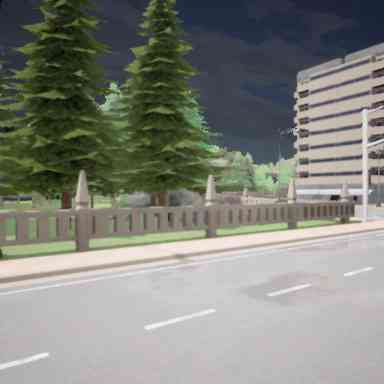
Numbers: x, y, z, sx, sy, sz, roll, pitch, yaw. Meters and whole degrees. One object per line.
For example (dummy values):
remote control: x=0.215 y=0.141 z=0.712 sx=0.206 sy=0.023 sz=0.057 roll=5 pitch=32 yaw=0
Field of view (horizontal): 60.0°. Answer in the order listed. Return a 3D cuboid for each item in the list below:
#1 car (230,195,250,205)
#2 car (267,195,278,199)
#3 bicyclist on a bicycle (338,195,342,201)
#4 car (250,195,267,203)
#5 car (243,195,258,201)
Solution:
car: x=6.532 y=1.464 z=50.883 sx=2.033 sy=1.411 sz=5.357 roll=0 pitch=0 yaw=-14
car: x=19.759 y=1.488 z=81.329 sx=1.895 sy=1.301 sz=4.718 roll=0 pitch=0 yaw=40
bicyclist on a bicycle: x=20.838 y=1.210 z=46.497 sx=1.656 sy=1.620 sz=0.582 roll=0 pitch=0 yaw=-29
car: x=12.862 y=1.453 z=64.595 sx=2.033 sy=1.411 sz=5.357 roll=0 pitch=0 yaw=7
car: x=14.048 y=1.422 z=79.210 sx=1.812 sy=1.442 sz=4.674 roll=0 pitch=0 yaw=32
